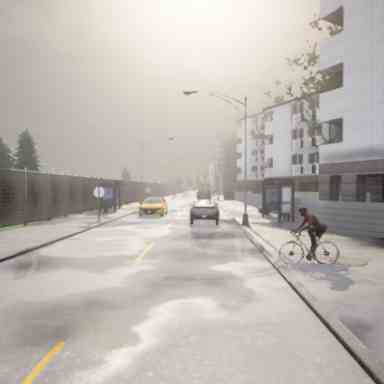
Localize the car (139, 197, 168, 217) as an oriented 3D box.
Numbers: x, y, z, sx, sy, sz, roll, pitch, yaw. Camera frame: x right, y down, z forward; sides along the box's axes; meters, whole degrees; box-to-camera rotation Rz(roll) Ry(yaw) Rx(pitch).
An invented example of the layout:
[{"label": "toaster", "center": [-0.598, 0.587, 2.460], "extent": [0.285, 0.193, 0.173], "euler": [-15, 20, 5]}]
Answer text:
[{"label": "car", "center": [-3.089, 1.174, 27.381], "extent": [1.882, 1.535, 5.008], "euler": [0, 1, 2]}]

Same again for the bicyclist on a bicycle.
[{"label": "bicyclist on a bicycle", "center": [3.224, 1.235, 9.162], "extent": [1.656, 1.620, 0.582], "euler": [0, 0, 2]}]

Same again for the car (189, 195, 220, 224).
[{"label": "car", "center": [0.834, 1.218, 22.255], "extent": [2.128, 1.511, 4.902], "euler": [0, 1, 2]}]

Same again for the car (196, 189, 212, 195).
[{"label": "car", "center": [1.751, 0.618, 48.488], "extent": [2.150, 2.045, 5.566], "euler": [0, -1, 2]}]
